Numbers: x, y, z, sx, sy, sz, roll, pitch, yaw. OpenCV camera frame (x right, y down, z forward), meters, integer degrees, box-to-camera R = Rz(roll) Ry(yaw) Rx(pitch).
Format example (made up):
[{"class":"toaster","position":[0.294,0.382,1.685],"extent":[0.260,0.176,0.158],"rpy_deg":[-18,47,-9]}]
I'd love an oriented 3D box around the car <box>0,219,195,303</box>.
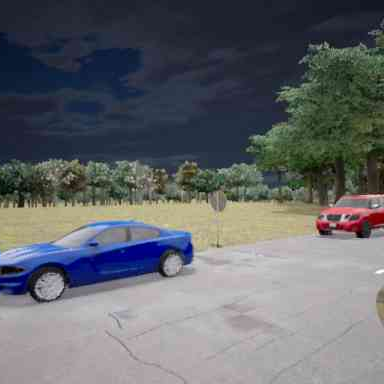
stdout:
[{"class":"car","position":[-2.216,1.494,8.464],"extent":[5.008,1.535,1.882],"rpy_deg":[0,-2,-39]}]

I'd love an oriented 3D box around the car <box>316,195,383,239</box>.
[{"class":"car","position":[8.707,1.180,17.237],"extent":[5.566,2.045,2.150],"rpy_deg":[0,-1,-39]}]
